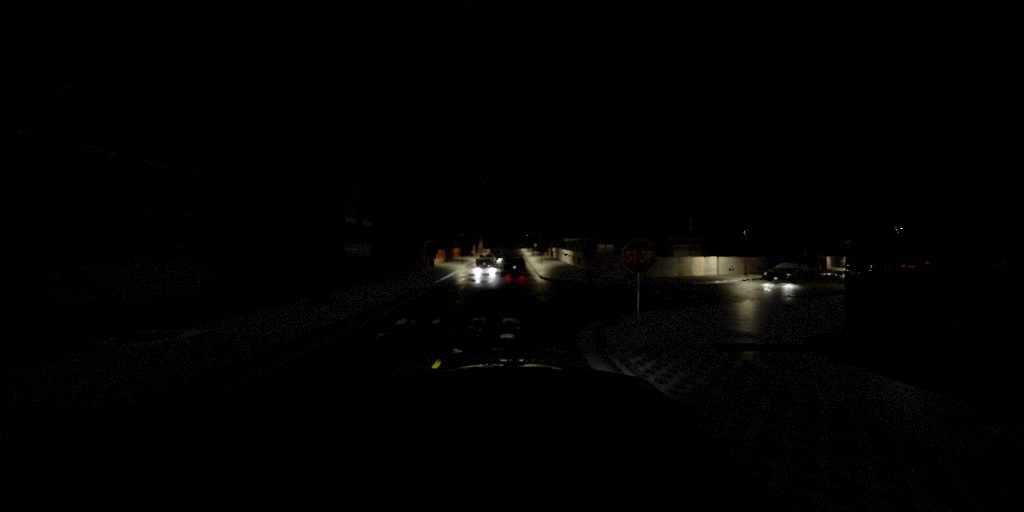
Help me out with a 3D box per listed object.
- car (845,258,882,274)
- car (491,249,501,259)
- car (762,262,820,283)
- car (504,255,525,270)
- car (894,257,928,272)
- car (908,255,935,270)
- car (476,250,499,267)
[{"bbox_3d":[35.823,0.977,36.517,4.553,1.767,2.097,0,1,-36],"label":"car"},{"bbox_3d":[-2.587,-0.372,53.818,1.812,1.442,4.674,0,2,1],"label":"car"},{"bbox_3d":[20.343,1.156,26.022,5.357,1.411,2.033,0,1,-32],"label":"car"},{"bbox_3d":[0.229,0.572,32.995,1.895,1.301,4.718,0,2,0],"label":"car"},{"bbox_3d":[40.177,1.164,36.191,4.892,1.490,1.837,0,1,-38],"label":"car"},{"bbox_3d":[48.137,0.886,42.427,5.566,2.045,2.150,0,1,-40],"label":"car"},{"bbox_3d":[-2.692,0.390,37.392,1.895,1.301,4.718,0,2,0],"label":"car"}]
